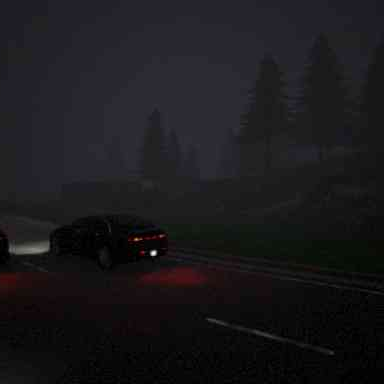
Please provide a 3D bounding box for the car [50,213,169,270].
[{"bbox_3d":[-2.891,1.447,10.953,4.892,1.490,1.837,0,1,41],"label":"car"}]

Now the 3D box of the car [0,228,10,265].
[{"bbox_3d":[-7.246,1.428,10.318,4.892,1.490,1.837,1,1,44],"label":"car"}]
